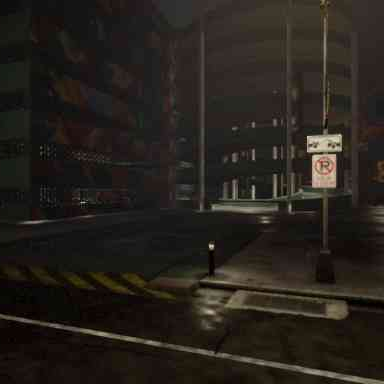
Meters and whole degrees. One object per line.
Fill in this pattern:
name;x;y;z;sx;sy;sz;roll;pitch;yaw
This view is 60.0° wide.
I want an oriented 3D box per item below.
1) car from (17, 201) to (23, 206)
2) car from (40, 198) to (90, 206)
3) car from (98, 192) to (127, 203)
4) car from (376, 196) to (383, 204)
car;-20.353;1.463;43.472;4.718;1.301;1.895;0;0;20
car;-11.922;1.320;32.349;4.674;1.452;2.002;0;0;20
car;-14.678;1.028;61.098;5.566;2.045;2.435;0;0;20
car;35.268;1.221;58.583;2.150;2.045;5.566;0;0;-21
